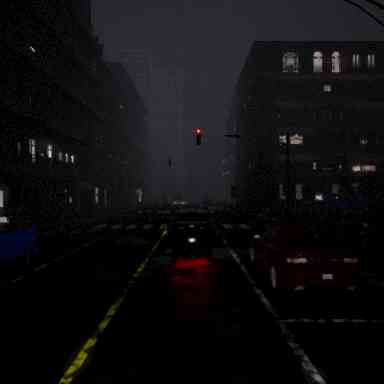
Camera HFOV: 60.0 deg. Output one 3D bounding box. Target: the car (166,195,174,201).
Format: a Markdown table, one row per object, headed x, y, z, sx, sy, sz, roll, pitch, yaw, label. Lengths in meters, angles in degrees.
| x | y | z | sx | sy | sz | roll | pitch | yaw | label |
| --- | --- | --- | --- | --- | --- | --- | --- | --- | --- |
| -5.698 | 1.562 | 85.288 | 1.752 | 1.417 | 4.829 | -1 | 0 | 0 | car |

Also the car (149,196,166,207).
| x | y | z | sx | sy | sz | roll | pitch | yaw | label |
| --- | --- | --- | --- | --- | --- | --- | --- | --- | --- |
| -5.697 | 1.559 | 52.291 | 2.008 | 1.369 | 4.403 | 0 | 0 | 0 | car |

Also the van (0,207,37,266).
| x | y | z | sx | sy | sz | roll | pitch | yaw | label |
| --- | --- | --- | --- | --- | --- | --- | --- | --- | --- |
| -5.699 | 1.338 | 8.814 | 1.690 | 1.788 | 3.998 | 0 | 0 | 0 | van |

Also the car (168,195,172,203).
| x | y | z | sx | sy | sz | roll | pitch | yaw | label |
| --- | --- | --- | --- | --- | --- | --- | --- | --- | --- |
| -5.699 | 1.461 | 68.874 | 1.967 | 1.590 | 4.097 | -1 | 0 | 0 | car |

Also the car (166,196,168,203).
| x | y | z | sx | sy | sz | roll | pitch | yaw | label |
| --- | --- | --- | --- | --- | --- | --- | --- | --- | --- |
| -5.698 | 1.578 | 57.818 | 1.947 | 1.339 | 4.313 | 0 | 0 | 0 | car |

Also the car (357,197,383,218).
| x | y | z | sx | sy | sz | roll | pitch | yaw | label |
| --- | --- | --- | --- | --- | --- | --- | --- | --- | --- |
| 15.763 | 1.326 | 26.011 | 4.313 | 1.339 | 1.947 | -1 | 1 | -1 | car |

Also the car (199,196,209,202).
| x | y | z | sx | sy | sz | roll | pitch | yaw | label |
| --- | --- | --- | --- | --- | --- | --- | --- | --- | --- |
| 2.683 | 1.577 | 74.396 | 2.008 | 1.369 | 4.403 | -1 | 0 | 0 | car |

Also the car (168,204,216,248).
| x | y | z | sx | sy | sz | roll | pitch | yaw | label |
| --- | --- | --- | --- | --- | --- | --- | --- | --- | --- |
| 0.000 | 1.514 | 14.651 | 1.837 | 1.490 | 4.892 | 0 | 0 | 0 | car |

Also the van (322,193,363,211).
| x | y | z | sx | sy | sz | roll | pitch | yaw | label |
| --- | --- | --- | --- | --- | --- | --- | --- | --- | --- |
| 15.641 | 1.033 | 34.385 | 3.998 | 1.788 | 1.690 | -1 | 1 | -1 | van |

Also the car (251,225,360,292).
| x | y | z | sx | sy | sz | roll | pitch | yaw | label |
| --- | --- | --- | --- | --- | --- | --- | --- | --- | --- |
| 2.683 | 1.541 | 8.814 | 1.887 | 1.381 | 4.507 | 0 | 0 | 0 | car |

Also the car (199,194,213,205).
| x | y | z | sx | sy | sz | roll | pitch | yaw | label |
| --- | --- | --- | --- | --- | --- | --- | --- | --- | --- |
| 2.681 | 1.452 | 57.813 | 1.967 | 1.590 | 4.097 | -1 | 0 | 0 | car |

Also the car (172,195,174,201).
| x | y | z | sx | sy | sz | roll | pitch | yaw | label |
| --- | --- | --- | --- | --- | --- | --- | --- | --- | --- |
| -5.698 | 1.608 | 74.402 | 1.802 | 1.307 | 4.206 | -1 | 0 | 0 | car |

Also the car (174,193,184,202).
| x | y | z | sx | sy | sz | roll | pitch | yaw | label |
| --- | --- | --- | --- | --- | --- | --- | --- | --- | --- |
| -3.000 | 1.199 | 77.860 | 2.150 | 2.045 | 5.566 | 0 | 0 | 0 | car |

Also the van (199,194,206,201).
| x | y | z | sx | sy | sz | roll | pitch | yaw | label |
| --- | --- | --- | --- | --- | --- | --- | --- | --- | --- |
| 2.681 | 1.378 | 85.452 | 1.690 | 1.788 | 3.998 | -1 | 0 | 0 | van |
